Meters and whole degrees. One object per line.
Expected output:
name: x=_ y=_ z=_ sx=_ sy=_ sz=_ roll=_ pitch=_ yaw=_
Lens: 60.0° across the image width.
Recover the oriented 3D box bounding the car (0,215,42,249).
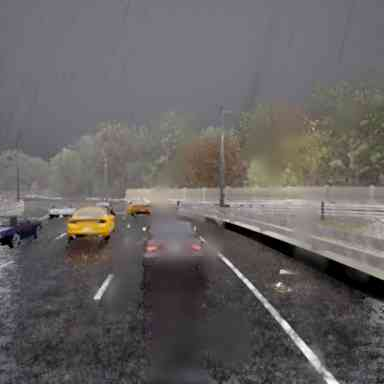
car: x=-8.180 y=1.659 z=14.641 sx=1.895 sy=1.301 sz=4.718 roll=0 pitch=0 yaw=-8

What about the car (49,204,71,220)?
car: x=-11.488 y=1.704 z=29.672 sx=1.895 sy=1.301 sz=4.718 roll=0 pitch=0 yaw=-17

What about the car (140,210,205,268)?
car: x=-0.727 y=1.577 z=11.451 sx=2.033 sy=1.411 sz=5.357 roll=0 pitch=0 yaw=-6

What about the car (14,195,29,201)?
car: x=-44.331 y=1.538 z=84.645 sx=4.553 sy=1.767 sz=2.097 roll=0 pitch=0 yaw=37

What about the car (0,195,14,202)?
car: x=-46.528 y=1.539 z=81.920 sx=4.553 sy=1.767 sz=2.097 roll=0 pitch=0 yaw=37

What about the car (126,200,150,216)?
car: x=-5.502 y=1.574 z=33.768 sx=1.882 sy=1.535 sz=5.008 roll=0 pitch=0 yaw=-18

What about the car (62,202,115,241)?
car: x=-5.101 y=1.534 z=17.300 sx=1.882 sy=1.535 sz=5.008 roll=0 pitch=0 yaw=-9
